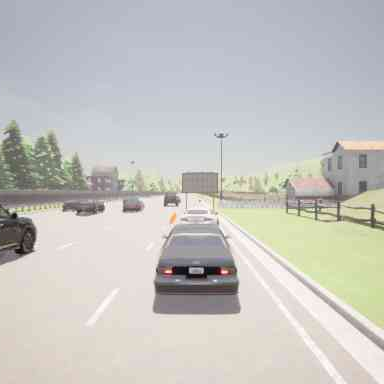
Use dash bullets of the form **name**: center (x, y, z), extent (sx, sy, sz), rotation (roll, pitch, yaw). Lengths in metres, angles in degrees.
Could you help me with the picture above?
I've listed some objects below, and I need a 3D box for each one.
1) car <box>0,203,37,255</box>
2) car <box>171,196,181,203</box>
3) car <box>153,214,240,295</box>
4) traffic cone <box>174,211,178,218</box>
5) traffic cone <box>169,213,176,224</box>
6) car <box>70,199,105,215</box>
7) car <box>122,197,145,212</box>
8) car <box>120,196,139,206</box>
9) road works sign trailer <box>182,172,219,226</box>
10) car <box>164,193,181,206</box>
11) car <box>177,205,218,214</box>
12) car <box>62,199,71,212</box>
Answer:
- **car**: center (-6.884, 1.222, 10.088), extent (2.150, 2.045, 5.566), rotation (0, 0, 0)
- **car**: center (-3.292, 1.564, 68.605), extent (1.994, 1.385, 4.181), rotation (0, 0, 0)
- **car**: center (0.112, 1.547, 8.852), extent (2.033, 1.411, 5.357), rotation (0, 0, 1)
- **traffic cone**: center (-1.448, 1.955, 25.209), extent (0.340, 0.580, 0.340), rotation (0, 0, 0)
- **traffic cone**: center (-1.451, 1.955, 23.209), extent (0.340, 0.580, 0.340), rotation (0, 0, 0)
- **car**: center (-10.346, 1.492, 34.259), extent (2.128, 1.511, 4.902), rotation (0, 0, 0)
- **car**: center (-6.839, 1.564, 39.378), extent (1.994, 1.385, 4.181), rotation (0, 0, 0)
- **car**: center (-10.313, 1.491, 55.230), extent (2.128, 1.511, 4.902), rotation (0, 0, 0)
- **road works sign trailer**: center (0.524, 0.464, 22.085), extent (2.380, 3.560, 2.880), rotation (0, 0, -3)
- **car**: center (-3.316, 1.221, 53.390), extent (2.150, 2.045, 5.566), rotation (0, 0, 0)
- **car**: center (0.449, 1.541, 18.472), extent (1.812, 1.442, 4.674), rotation (-1, -1, 7)
- **car**: center (-13.842, 1.526, 39.481), extent (1.812, 1.442, 4.674), rotation (0, 0, 0)
